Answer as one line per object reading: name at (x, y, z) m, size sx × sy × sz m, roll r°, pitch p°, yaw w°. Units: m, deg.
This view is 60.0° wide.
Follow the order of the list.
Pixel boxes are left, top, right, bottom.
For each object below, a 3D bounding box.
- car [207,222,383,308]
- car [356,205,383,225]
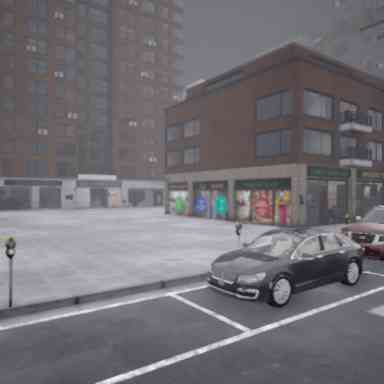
car at (2.363, 1.568, 7.875) m, size 4.403 × 1.369 × 2.008 m, roll 0°, pitch 0°, yaw -36°
car at (6.973, 1.347, 11.164) m, size 5.009 × 1.841 × 2.192 m, roll 0°, pitch 0°, yaw -36°
